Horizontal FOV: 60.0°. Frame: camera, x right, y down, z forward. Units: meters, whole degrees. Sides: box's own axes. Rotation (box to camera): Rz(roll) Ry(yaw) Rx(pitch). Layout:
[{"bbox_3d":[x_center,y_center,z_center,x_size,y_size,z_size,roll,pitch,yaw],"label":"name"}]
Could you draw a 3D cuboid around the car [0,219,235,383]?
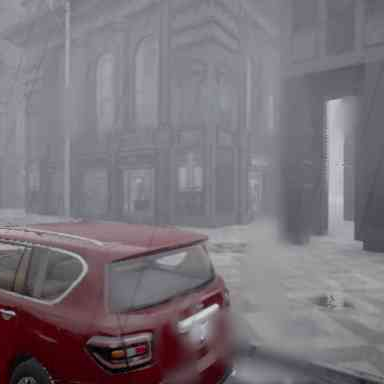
[{"bbox_3d":[-1.867,1.292,4.290,5.009,1.841,2.192,0,0,35],"label":"car"}]
